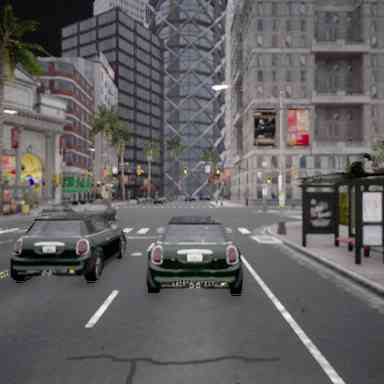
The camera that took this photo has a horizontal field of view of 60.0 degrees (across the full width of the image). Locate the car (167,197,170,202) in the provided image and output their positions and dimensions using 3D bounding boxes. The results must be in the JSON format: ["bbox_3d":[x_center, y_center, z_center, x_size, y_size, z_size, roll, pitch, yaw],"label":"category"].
[{"bbox_3d":[-6.982,1.968,79.848,1.837,1.490,4.892,0,0,0],"label":"car"}]

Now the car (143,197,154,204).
[{"bbox_3d":[-10.485,1.971,80.407,1.837,1.490,4.892,0,0,0],"label":"car"}]

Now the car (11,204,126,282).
[{"bbox_3d":[-3.425,1.411,10.129,2.097,1.767,4.553,0,0,0],"label":"car"}]

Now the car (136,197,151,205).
[{"bbox_3d":[-10.490,1.911,70.163,1.837,1.490,4.892,0,0,0],"label":"car"}]

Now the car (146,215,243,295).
[{"bbox_3d":[0.072,1.405,9.052,2.097,1.767,4.553,0,0,0],"label":"car"}]

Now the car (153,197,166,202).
[{"bbox_3d":[-9.135,2.070,93.061,2.128,1.511,4.902,0,0,13],"label":"car"}]

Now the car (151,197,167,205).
[{"bbox_3d":[-6.991,2.006,70.146,1.895,1.301,4.718,0,0,0],"label":"car"}]

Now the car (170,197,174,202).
[{"bbox_3d":[-6.222,2.079,89.848,1.994,1.385,4.181,0,0,10],"label":"car"}]
